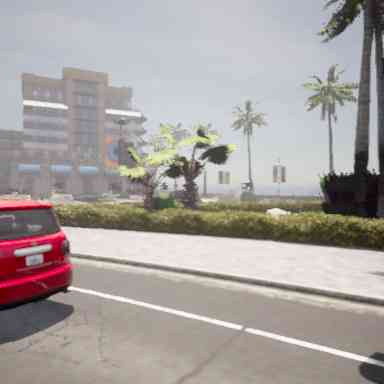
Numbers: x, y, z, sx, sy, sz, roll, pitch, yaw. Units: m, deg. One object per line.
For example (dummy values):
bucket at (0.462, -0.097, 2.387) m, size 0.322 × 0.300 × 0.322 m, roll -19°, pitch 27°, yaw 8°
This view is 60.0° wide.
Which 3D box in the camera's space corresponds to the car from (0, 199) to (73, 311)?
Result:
car at (-4.883, 1.157, 6.558) m, size 5.566 × 2.045 × 2.150 m, roll 0°, pitch 0°, yaw 28°
